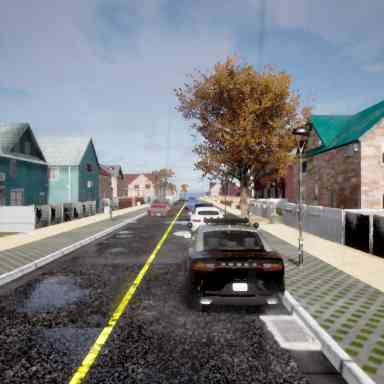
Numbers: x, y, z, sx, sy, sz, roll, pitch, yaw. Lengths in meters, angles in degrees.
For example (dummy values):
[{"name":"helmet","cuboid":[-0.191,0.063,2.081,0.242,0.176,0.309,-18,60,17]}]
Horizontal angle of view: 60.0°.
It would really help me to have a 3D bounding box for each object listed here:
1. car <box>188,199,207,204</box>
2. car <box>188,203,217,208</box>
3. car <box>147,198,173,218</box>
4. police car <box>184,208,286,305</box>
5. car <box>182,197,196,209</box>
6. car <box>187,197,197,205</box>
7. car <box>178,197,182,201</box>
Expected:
[{"name":"car","cuboid":[0.821,1.517,24.179,1.837,1.490,4.892,0,0,0]},{"name":"car","cuboid":[0.822,1.534,18.179,1.812,1.442,4.674,0,0,0]},{"name":"car","cuboid":[-2.854,1.372,30.650,2.097,1.767,4.553,0,0,0]},{"name":"police car","cuboid":[0.824,1.428,8.288,1.930,1.638,5.238,0,0,0]},{"name":"car","cuboid":[0.022,1.648,46.038,2.033,1.411,5.357,0,0,0]},{"name":"car","cuboid":[-0.009,1.676,63.090,1.882,1.535,5.008,0,0,0]},{"name":"car","cuboid":[-2.764,1.961,92.431,2.033,1.411,5.357,0,-1,0]}]
